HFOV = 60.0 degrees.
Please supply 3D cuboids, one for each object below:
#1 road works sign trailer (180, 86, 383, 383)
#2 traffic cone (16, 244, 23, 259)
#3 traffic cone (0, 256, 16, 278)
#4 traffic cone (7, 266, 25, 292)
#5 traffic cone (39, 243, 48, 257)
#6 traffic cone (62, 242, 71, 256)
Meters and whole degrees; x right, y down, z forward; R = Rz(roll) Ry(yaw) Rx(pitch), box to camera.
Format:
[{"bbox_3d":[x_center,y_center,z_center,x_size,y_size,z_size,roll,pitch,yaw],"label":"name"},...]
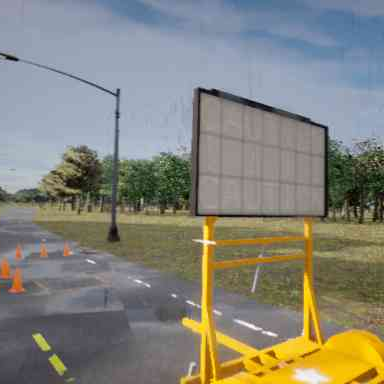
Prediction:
[{"bbox_3d":[0.794,0.712,4.196,2.380,3.560,2.880,4,-4,-37],"label":"road works sign trailer"},{"bbox_3d":[-7.413,2.525,14.233,0.340,0.580,0.340,4,-4,-37],"label":"traffic cone"},{"bbox_3d":[-5.828,2.366,10.430,0.340,0.580,0.340,4,-4,-37],"label":"traffic cone"},{"bbox_3d":[-4.634,2.312,8.826,0.340,0.580,0.340,4,-4,-37],"label":"traffic cone"},{"bbox_3d":[-6.611,2.575,14.828,0.340,0.580,0.340,4,-4,-37],"label":"traffic cone"},{"bbox_3d":[-5.809,2.626,15.423,0.340,0.580,0.340,4,-4,-37],"label":"traffic cone"}]
